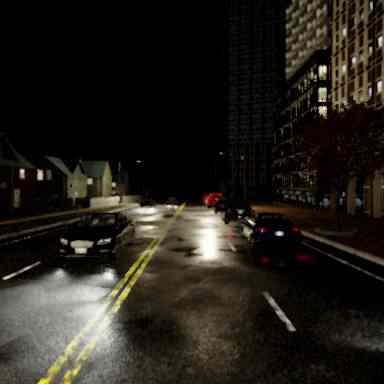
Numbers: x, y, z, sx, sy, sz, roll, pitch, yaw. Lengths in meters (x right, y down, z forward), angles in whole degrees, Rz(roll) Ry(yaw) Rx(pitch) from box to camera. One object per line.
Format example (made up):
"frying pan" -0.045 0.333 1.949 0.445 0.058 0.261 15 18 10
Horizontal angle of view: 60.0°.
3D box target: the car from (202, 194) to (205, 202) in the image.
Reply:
"car" 3.348 1.315 68.725 2.150 2.045 5.566 0 0 0

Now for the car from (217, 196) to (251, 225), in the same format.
"car" 3.286 1.370 24.648 2.097 1.767 4.553 0 0 0

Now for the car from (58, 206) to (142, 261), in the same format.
"car" -3.331 1.499 12.447 2.128 1.511 4.902 0 0 0

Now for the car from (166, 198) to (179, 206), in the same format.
"car" -3.223 1.629 56.263 1.994 1.385 4.181 0 0 1

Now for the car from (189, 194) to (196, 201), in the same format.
"car" 0.126 1.642 88.808 1.994 1.385 4.181 0 0 0

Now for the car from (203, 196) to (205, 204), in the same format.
"car" 3.333 1.669 57.720 1.895 1.301 4.718 0 0 0

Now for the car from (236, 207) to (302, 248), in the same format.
"car" 3.371 1.573 14.796 1.994 1.385 4.181 0 0 0

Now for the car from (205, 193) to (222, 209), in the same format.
"car" 3.317 1.268 46.717 2.150 2.045 5.566 0 0 0

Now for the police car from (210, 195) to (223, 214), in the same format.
"police car" 3.301 1.455 35.792 1.930 1.638 5.238 0 0 0

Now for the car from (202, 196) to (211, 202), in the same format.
"car" 3.363 1.722 79.728 1.895 1.301 4.718 0 0 0

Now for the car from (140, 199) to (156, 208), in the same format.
"car" -6.509 1.652 49.036 1.895 1.301 4.718 0 0 0
